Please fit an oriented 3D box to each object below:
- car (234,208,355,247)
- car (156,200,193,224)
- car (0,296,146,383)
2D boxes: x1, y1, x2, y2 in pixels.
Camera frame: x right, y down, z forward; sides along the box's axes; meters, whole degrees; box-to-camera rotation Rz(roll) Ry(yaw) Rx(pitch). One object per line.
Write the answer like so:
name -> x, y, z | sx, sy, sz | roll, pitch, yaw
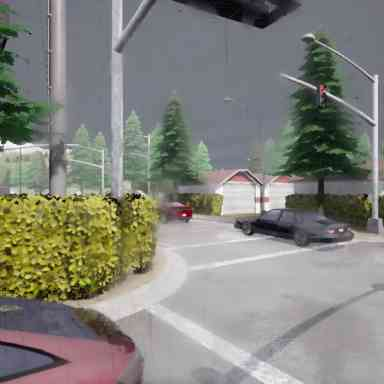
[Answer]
car -> 4.263, 1.423, 14.794 | 2.033, 1.411, 5.357 | 0, 2, -35
car -> -1.935, 1.306, 23.387 | 1.882, 1.535, 5.008 | -1, 1, -35
car -> -2.386, 1.566, 2.296 | 4.181, 1.385, 1.994 | 0, 0, -36
